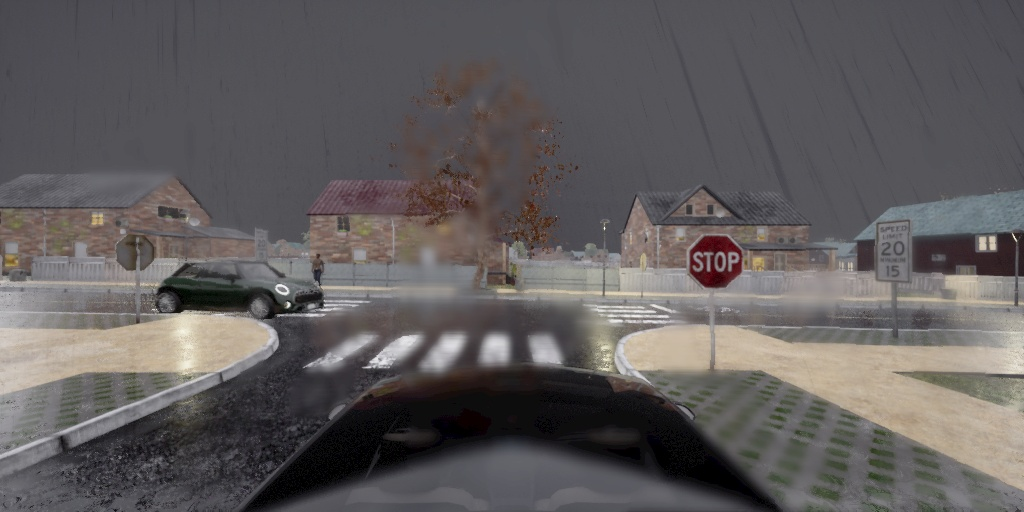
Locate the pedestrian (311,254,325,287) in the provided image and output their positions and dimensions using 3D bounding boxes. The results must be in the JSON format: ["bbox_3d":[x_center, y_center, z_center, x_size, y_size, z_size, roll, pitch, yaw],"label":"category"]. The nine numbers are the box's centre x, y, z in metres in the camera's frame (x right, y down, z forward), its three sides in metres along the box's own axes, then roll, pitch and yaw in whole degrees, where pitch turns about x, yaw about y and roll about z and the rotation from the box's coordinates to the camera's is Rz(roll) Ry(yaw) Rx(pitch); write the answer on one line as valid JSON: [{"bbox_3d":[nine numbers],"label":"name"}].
[{"bbox_3d":[-9.691,0.770,17.833,0.375,1.860,0.375,0,-2,0],"label":"pedestrian"}]

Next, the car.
[{"bbox_3d":[-8.520,0.958,11.498,4.553,1.767,2.097,1,0,6],"label":"car"}]
